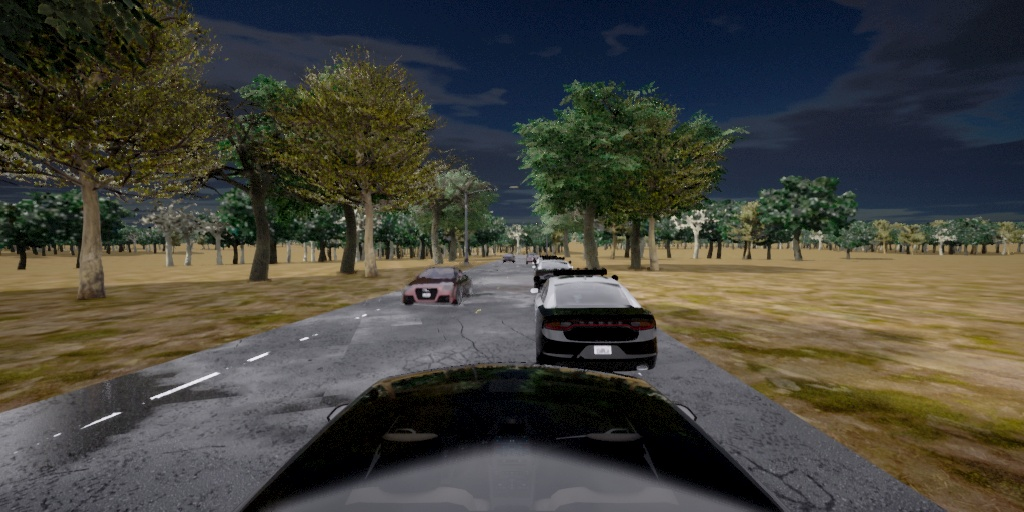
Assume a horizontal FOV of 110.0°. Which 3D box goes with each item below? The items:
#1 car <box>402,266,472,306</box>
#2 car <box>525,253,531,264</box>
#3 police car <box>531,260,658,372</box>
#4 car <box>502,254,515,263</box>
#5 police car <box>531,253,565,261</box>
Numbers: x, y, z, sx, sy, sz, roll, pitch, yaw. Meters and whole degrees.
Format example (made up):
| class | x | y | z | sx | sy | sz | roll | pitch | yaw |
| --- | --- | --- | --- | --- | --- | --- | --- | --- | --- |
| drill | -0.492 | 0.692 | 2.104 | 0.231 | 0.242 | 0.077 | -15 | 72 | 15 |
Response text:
| class | x | y | z | sx | sy | sz | roll | pitch | yaw |
| --- | --- | --- | --- | --- | --- | --- | --- | --- | --- |
| car | -2.833 | 1.122 | 14.361 | 1.994 | 1.385 | 4.181 | 0 | 1 | 4 |
| car | 2.894 | 0.433 | 50.510 | 2.033 | 1.411 | 5.357 | 0 | 1 | 3 |
| police car | 1.429 | 1.070 | 7.653 | 1.930 | 1.638 | 5.238 | -1 | 1 | 3 |
| car | -0.478 | 0.372 | 55.680 | 2.033 | 1.411 | 5.357 | 0 | 1 | 3 |
| police car | 2.020 | 0.851 | 17.644 | 1.930 | 1.638 | 5.238 | 1 | 1 | 3 |
